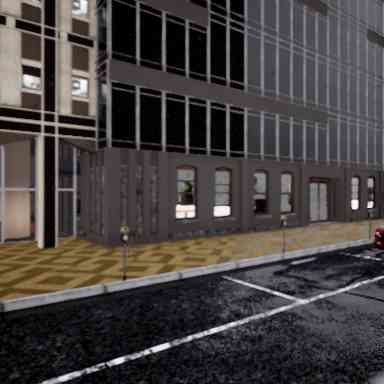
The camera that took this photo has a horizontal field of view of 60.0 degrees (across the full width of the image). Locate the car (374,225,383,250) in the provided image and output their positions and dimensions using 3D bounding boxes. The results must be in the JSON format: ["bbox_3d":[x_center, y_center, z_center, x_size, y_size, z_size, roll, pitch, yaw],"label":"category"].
[{"bbox_3d":[8.770,1.476,12.815,4.507,1.381,1.887,0,1,-36],"label":"car"}]
